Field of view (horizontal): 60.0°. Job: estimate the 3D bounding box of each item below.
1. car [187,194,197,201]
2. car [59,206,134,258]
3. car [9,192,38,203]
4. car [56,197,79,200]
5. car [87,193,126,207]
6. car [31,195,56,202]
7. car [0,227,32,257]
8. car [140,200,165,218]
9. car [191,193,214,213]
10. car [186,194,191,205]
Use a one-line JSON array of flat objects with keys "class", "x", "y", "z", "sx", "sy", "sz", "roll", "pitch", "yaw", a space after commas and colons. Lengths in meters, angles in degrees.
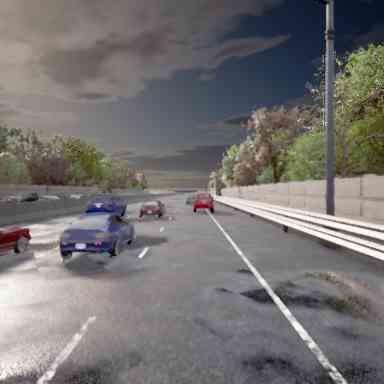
[{"class": "car", "x": -0.029, "y": 1.176, "z": 70.276, "sx": 1.994, "sy": 1.385, "sz": 4.181, "roll": 0, "pitch": 0, "yaw": 0}, {"class": "car", "x": -3.405, "y": 1.479, "z": 12.472, "sx": 1.812, "sy": 1.442, "sz": 4.674, "roll": 0, "pitch": 0, "yaw": 0}, {"class": "car", "x": -24.575, "y": 1.073, "z": 49.141, "sx": 2.150, "sy": 2.045, "sz": 5.566, "roll": 0, "pitch": 0, "yaw": 1}, {"class": "car", "x": -17.588, "y": 1.455, "z": 48.691, "sx": 1.895, "sy": 1.301, "sz": 4.718, "roll": 0, "pitch": 0, "yaw": 0}, {"class": "car", "x": -6.915, "y": 1.124, "z": 27.257, "sx": 2.150, "sy": 2.045, "sz": 5.566, "roll": 0, "pitch": 0, "yaw": 0}, {"class": "car", "x": -21.086, "y": 1.455, "z": 48.692, "sx": 1.895, "sy": 1.301, "sz": 4.718, "roll": 0, "pitch": 0, "yaw": 0}, {"class": "car", "x": -6.902, "y": 1.563, "z": 10.258, "sx": 1.895, "sy": 1.301, "sz": 4.718, "roll": 0, "pitch": 0, "yaw": 0}, {"class": "car", "x": -3.411, "y": 1.424, "z": 29.108, "sx": 1.812, "sy": 1.442, "sz": 4.674, "roll": 0, "pitch": 0, "yaw": 0}, {"class": "car", "x": 1.210, "y": 1.107, "z": 35.834, "sx": 2.150, "sy": 2.045, "sz": 5.566, "roll": 0, "pitch": 0, "yaw": 0}, {"class": "car", "x": -0.023, "y": 1.334, "z": 54.318, "sx": 2.128, "sy": 1.511, "sz": 4.902, "roll": 0, "pitch": 0, "yaw": 0}]
